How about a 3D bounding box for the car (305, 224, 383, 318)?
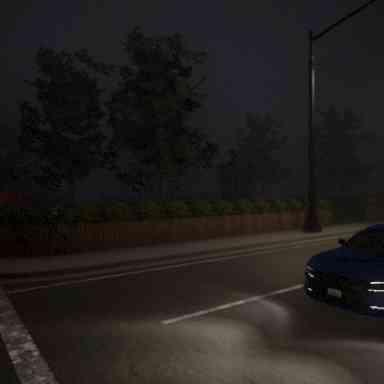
[{"bbox_3d":[4.497,1.454,7.182,5.008,1.535,1.882,0,0,-35],"label":"car"}]
